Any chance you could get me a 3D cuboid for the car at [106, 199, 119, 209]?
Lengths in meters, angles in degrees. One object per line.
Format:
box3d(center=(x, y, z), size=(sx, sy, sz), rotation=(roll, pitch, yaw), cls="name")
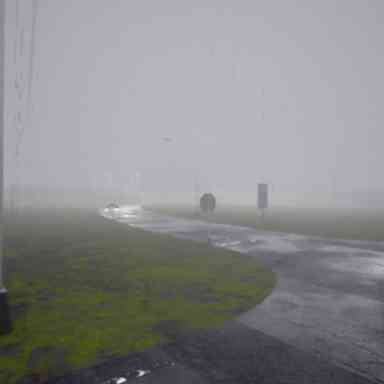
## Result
box3d(center=(-12.806, 1.876, 53.753), size=(1.837, 1.490, 4.892), rotation=(0, 0, -12), cls="car")
